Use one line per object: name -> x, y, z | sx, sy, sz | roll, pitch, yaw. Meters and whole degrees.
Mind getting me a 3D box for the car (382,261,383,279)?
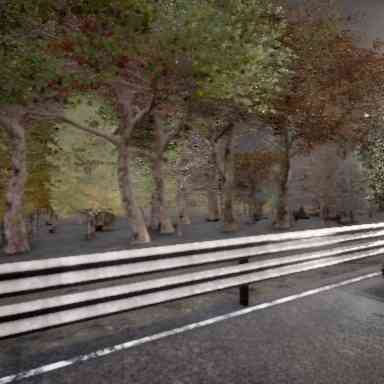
car -> 6.596, 1.545, 8.274 | 4.674, 1.442, 1.812 | 0, 0, -35
